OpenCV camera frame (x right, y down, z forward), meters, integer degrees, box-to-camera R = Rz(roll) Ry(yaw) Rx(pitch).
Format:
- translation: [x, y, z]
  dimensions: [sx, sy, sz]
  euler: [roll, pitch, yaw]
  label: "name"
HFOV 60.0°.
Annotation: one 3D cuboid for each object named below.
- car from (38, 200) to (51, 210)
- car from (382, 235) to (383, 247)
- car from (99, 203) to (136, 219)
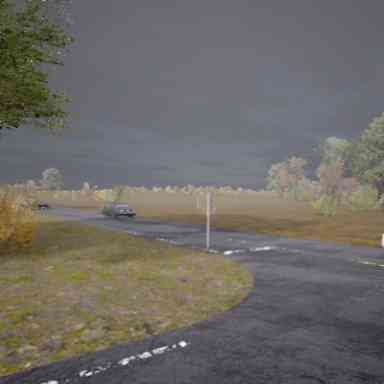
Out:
- translation: [-21.078, 1.746, 46.190]
  dimensions: [1.895, 1.301, 4.718]
  euler: [1, -1, -36]
  label: "car"
- translation: [9.747, 1.436, 11.513]
  dimensions: [5.566, 2.045, 2.150]
  euler: [0, 3, -1]
  label: "car"
- translation: [-7.193, 1.740, 31.969]
  dimensions: [2.033, 1.411, 5.357]
  euler: [1, -1, -35]
  label: "car"
